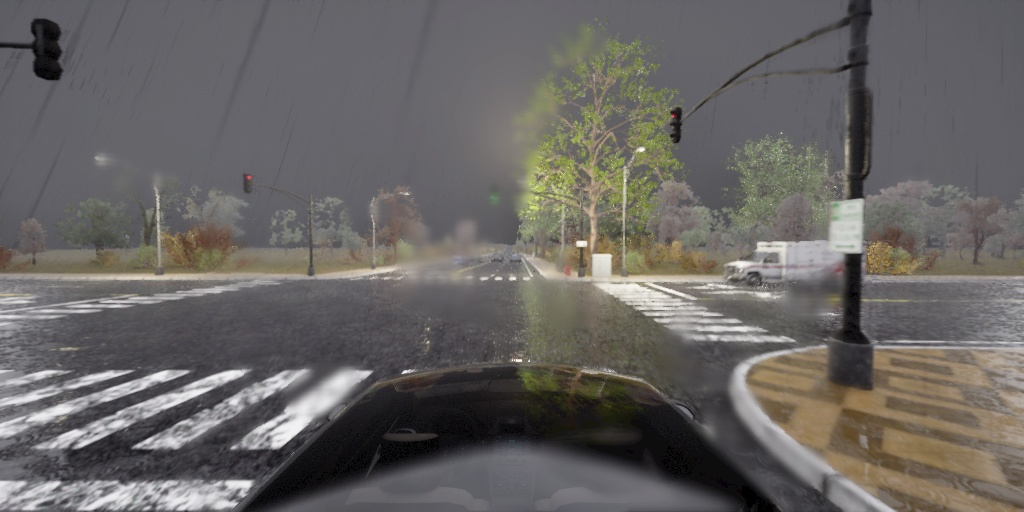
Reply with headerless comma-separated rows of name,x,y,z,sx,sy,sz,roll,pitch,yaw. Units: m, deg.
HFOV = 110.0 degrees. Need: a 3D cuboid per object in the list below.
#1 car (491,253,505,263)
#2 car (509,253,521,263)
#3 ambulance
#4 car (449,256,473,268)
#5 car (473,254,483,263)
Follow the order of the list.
car,-2.677,0.505,63.188,1.895,1.301,4.718,0,1,1
car,0.572,0.471,63.069,1.994,1.385,4.181,0,1,1
ambulance,15.091,0.457,19.440,6.366,2.431,2.351,0,2,3
car,-6.329,0.708,43.604,1.812,1.442,4.674,0,1,1
car,-5.995,0.446,60.562,1.837,1.490,4.892,0,1,1
